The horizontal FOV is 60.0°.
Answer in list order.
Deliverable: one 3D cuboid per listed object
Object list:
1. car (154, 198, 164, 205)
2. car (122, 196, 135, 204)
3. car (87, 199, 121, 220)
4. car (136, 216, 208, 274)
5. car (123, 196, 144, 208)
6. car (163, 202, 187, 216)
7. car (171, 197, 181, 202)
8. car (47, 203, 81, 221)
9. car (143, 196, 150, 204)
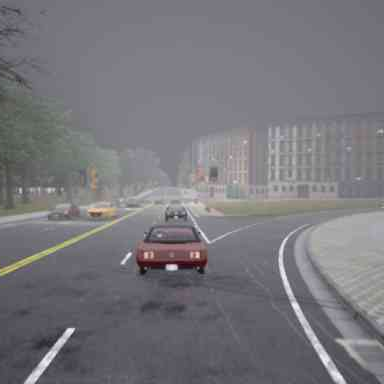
[{"bbox_3d":[-6.443,1.805,65.399,2.033,1.411,5.357,0,0,-3],"label":"car"},{"bbox_3d":[-13.121,1.725,69.058,2.128,1.511,4.902,0,0,-3],"label":"car"},{"bbox_3d":[-8.146,1.685,30.339,1.882,1.535,5.008,0,0,-3],"label":"car"},{"bbox_3d":[-0.624,1.687,10.866,1.895,1.301,4.718,0,0,-3],"label":"car"},{"bbox_3d":[-9.130,1.834,52.145,1.994,1.385,4.181,0,0,-2],"label":"car"},{"bbox_3d":[-1.424,1.828,29.853,1.895,1.301,4.718,0,0,-3],"label":"car"},{"bbox_3d":[-3.213,1.797,65.899,1.812,1.442,4.674,0,0,-3],"label":"car"},{"bbox_3d":[-11.374,1.716,29.902,1.812,1.442,4.674,0,0,-3],"label":"car"},{"bbox_3d":[-9.865,1.586,69.006,2.097,1.767,4.553,0,0,-3],"label":"car"}]
